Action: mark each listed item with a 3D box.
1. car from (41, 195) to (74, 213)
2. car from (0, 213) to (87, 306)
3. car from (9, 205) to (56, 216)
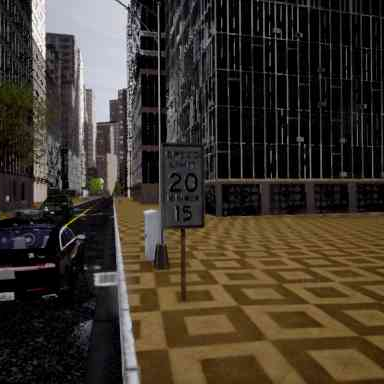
[{"bbox_3d":[-11.488,1.267,28.524,2.150,2.045,5.566,-1,0,-13],"label":"car"},{"bbox_3d":[-3.630,1.496,7.794,2.128,1.511,4.902,-1,0,-13],"label":"car"},{"bbox_3d":[-9.044,1.636,18.226,1.895,1.301,4.718,-1,0,-13],"label":"car"}]
